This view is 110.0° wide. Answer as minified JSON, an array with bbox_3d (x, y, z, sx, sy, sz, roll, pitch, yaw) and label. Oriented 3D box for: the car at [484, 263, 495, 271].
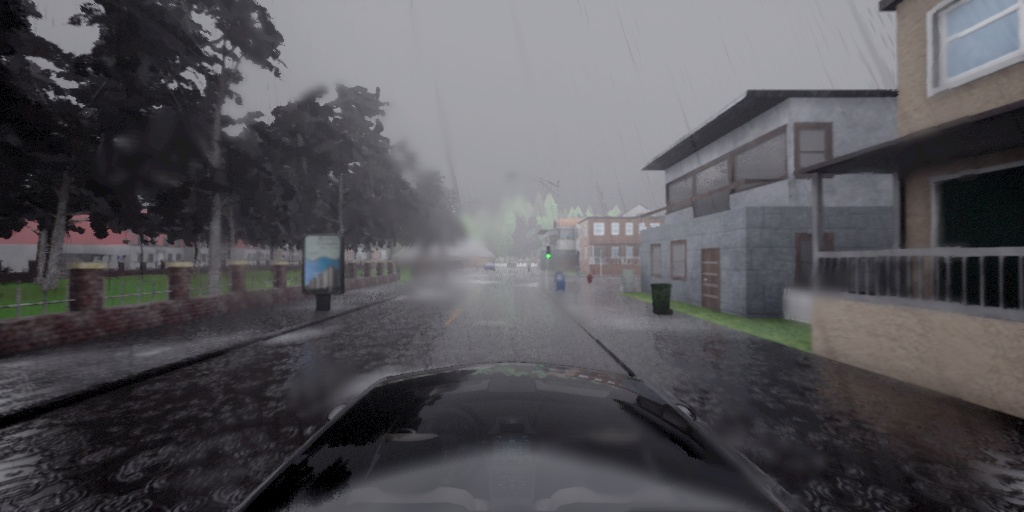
[{"bbox_3d":[-4.020,1.913,64.587,1.882,1.535,5.008,0,-1,1],"label":"car"}]
